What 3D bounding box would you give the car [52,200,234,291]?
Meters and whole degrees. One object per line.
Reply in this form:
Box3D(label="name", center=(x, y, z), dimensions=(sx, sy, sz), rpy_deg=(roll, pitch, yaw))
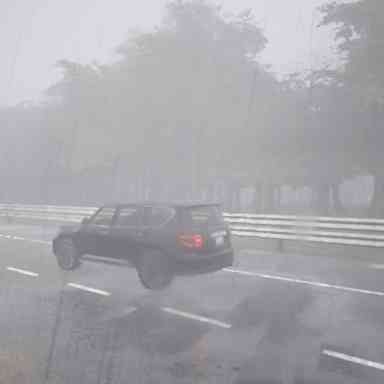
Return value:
Box3D(label="car", center=(-1.544, 1.231, 9.272), dimensions=(5.566, 2.045, 2.150), rpy_deg=(0, 0, 36))
